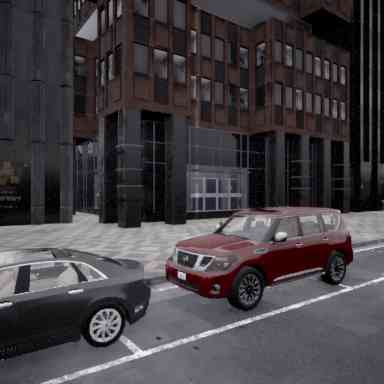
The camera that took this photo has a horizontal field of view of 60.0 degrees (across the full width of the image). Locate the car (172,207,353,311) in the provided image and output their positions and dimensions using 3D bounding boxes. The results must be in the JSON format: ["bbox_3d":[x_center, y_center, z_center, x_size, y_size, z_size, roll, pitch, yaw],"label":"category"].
[{"bbox_3d":[1.846,1.315,7.961,5.009,1.841,2.192,0,0,-35],"label":"car"}]

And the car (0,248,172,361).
[{"bbox_3d":[-2.722,1.551,4.705,4.403,1.369,2.008,0,0,-35],"label":"car"}]
